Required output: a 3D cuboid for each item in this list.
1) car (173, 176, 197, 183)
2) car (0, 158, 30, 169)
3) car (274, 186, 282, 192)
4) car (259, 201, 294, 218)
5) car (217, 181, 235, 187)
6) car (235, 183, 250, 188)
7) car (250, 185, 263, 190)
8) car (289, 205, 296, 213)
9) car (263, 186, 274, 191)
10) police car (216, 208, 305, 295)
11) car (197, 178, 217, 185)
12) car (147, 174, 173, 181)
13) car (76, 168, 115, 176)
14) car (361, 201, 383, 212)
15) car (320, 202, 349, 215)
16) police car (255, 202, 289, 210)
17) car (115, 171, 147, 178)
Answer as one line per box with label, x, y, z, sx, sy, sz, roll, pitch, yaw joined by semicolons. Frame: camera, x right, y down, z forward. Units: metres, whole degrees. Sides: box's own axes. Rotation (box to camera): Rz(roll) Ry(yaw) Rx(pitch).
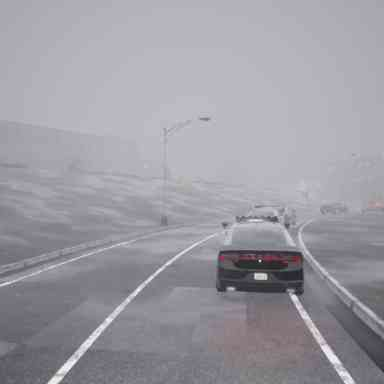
car;-2.009;-1.972;59.624;5.008;1.535;2.097;4;-6;-43
car;-22.680;-3.284;41.451;4.553;1.767;2.185;3;-5;-41
car;20.631;-0.417;84.157;2.435;2.045;5.566;-3;-6;40
car;9.638;1.928;37.690;2.097;1.767;4.553;-3;-3;39
car;5.951;-1.381;67.553;2.163;1.488;4.792;-4;-6;44
car;9.735;-1.086;71.561;2.002;1.452;4.674;-4;-6;43
car;13.366;-0.838;75.580;2.231;1.521;4.892;-4;-6;42
car;6.136;1.693;23.519;1.837;1.490;4.892;-2;-1;24
car;17.046;-0.641;79.846;2.185;1.767;4.553;-4;-6;41
police car;1.749;1.458;9.037;1.930;1.638;5.238;-1;0;9
car;1.946;-1.825;63.480;4.553;1.767;2.185;4;-6;-44
car;-6.064;-2.200;55.843;4.674;1.452;2.002;4;-6;-42
car;-14.380;-2.726;48.559;4.892;1.521;2.231;3;-5;-41
car;27.244;2.117;49.756;4.553;1.767;2.097;2;-4;-39
car;17.852;2.050;41.594;4.892;1.490;1.837;1;-4;-41
police car;4.061;1.544;18.299;1.930;1.638;5.238;-1;-1;19
car;-10.198;-2.495;52.154;4.892;1.521;2.231;3;-5;-41
